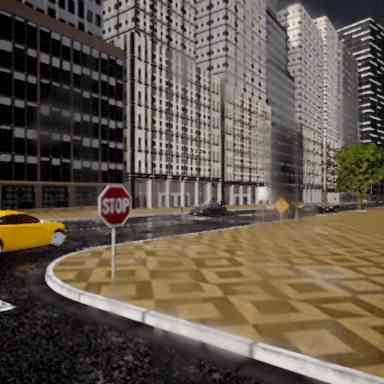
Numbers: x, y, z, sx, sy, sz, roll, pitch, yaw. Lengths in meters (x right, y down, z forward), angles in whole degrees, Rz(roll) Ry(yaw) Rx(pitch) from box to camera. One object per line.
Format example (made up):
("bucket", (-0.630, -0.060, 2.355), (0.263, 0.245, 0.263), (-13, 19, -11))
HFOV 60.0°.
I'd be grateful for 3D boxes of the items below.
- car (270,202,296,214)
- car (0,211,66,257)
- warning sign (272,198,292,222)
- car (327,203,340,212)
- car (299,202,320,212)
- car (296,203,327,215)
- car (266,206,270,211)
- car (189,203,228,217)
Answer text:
("car", (12.679, 2.088, 44.647), (1.837, 1.490, 4.892), (0, -1, 37))
("car", (-6.646, 1.420, 11.994), (1.882, 1.535, 5.008), (-1, -2, 16))
("warning sign", (7.309, 1.408, 27.022), (1.300, 1.860, 1.060), (1, 1, 36))
("car", (21.345, 2.348, 51.066), (1.895, 1.301, 4.718), (0, -1, 36))
("car", (18.722, 2.352, 52.984), (1.895, 1.301, 4.718), (0, -1, 36))
("car", (15.544, 2.150, 43.047), (1.994, 1.385, 4.181), (0, -1, 36))
("car", (13.112, 2.339, 50.818), (1.895, 1.301, 4.718), (0, -1, 36))
("car", (1.868, 1.912, 35.612), (2.033, 1.411, 5.357), (0, -1, 36))
